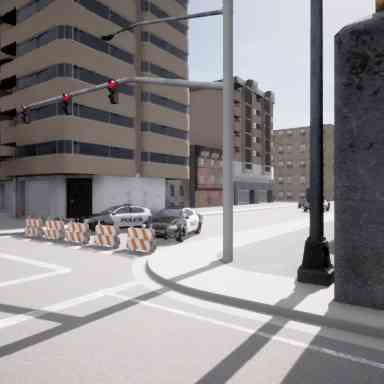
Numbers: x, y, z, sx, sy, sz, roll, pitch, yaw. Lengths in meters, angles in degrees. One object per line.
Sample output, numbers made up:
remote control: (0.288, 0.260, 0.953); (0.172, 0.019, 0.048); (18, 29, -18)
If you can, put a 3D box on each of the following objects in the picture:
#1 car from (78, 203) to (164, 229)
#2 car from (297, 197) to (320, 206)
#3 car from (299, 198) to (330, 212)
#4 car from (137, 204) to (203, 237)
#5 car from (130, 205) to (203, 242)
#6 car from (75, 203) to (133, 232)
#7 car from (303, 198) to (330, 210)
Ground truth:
car: (-4.060, 1.295, 19.242); (4.536, 1.218, 1.853); (0, 0, -29)
car: (16.606, 1.295, 47.262); (1.853, 1.218, 4.536); (0, 0, 36)
car: (14.365, 1.453, 38.303); (2.038, 1.542, 4.974); (0, 0, 36)
car: (-0.900, 1.295, 16.580); (1.853, 1.218, 4.536); (0, 0, 16)
car: (-0.914, 1.453, 16.530); (2.038, 1.542, 4.974); (0, 0, 16)
car: (-4.106, 1.453, 19.216); (4.974, 1.542, 2.038); (0, 0, -29)
car: (14.395, 1.295, 38.345); (1.853, 1.218, 4.536); (0, 0, 36)
